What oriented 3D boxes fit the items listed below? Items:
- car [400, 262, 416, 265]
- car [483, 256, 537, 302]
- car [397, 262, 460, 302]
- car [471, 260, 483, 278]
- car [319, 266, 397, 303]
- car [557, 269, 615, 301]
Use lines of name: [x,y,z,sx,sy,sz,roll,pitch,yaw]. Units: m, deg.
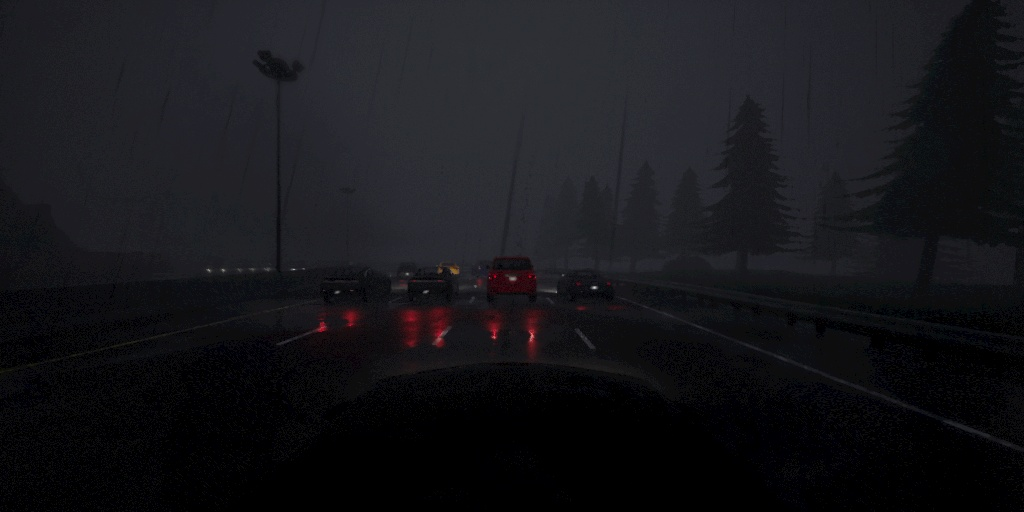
car: [-9.424,1.264,32.599,1.837,1.490,4.892,0,0,-14]
car: [-0.091,1.005,17.087,2.150,2.045,5.566,0,0,-3]
car: [-3.586,1.242,16.898,2.128,1.511,4.902,0,0,-3]
car: [-2.630,1.114,34.285,2.097,1.767,4.553,0,0,-14]
car: [-7.083,1.242,16.738,2.128,1.511,4.902,0,0,-3]
car: [3.407,1.320,17.217,1.994,1.385,4.181,0,0,-3]
